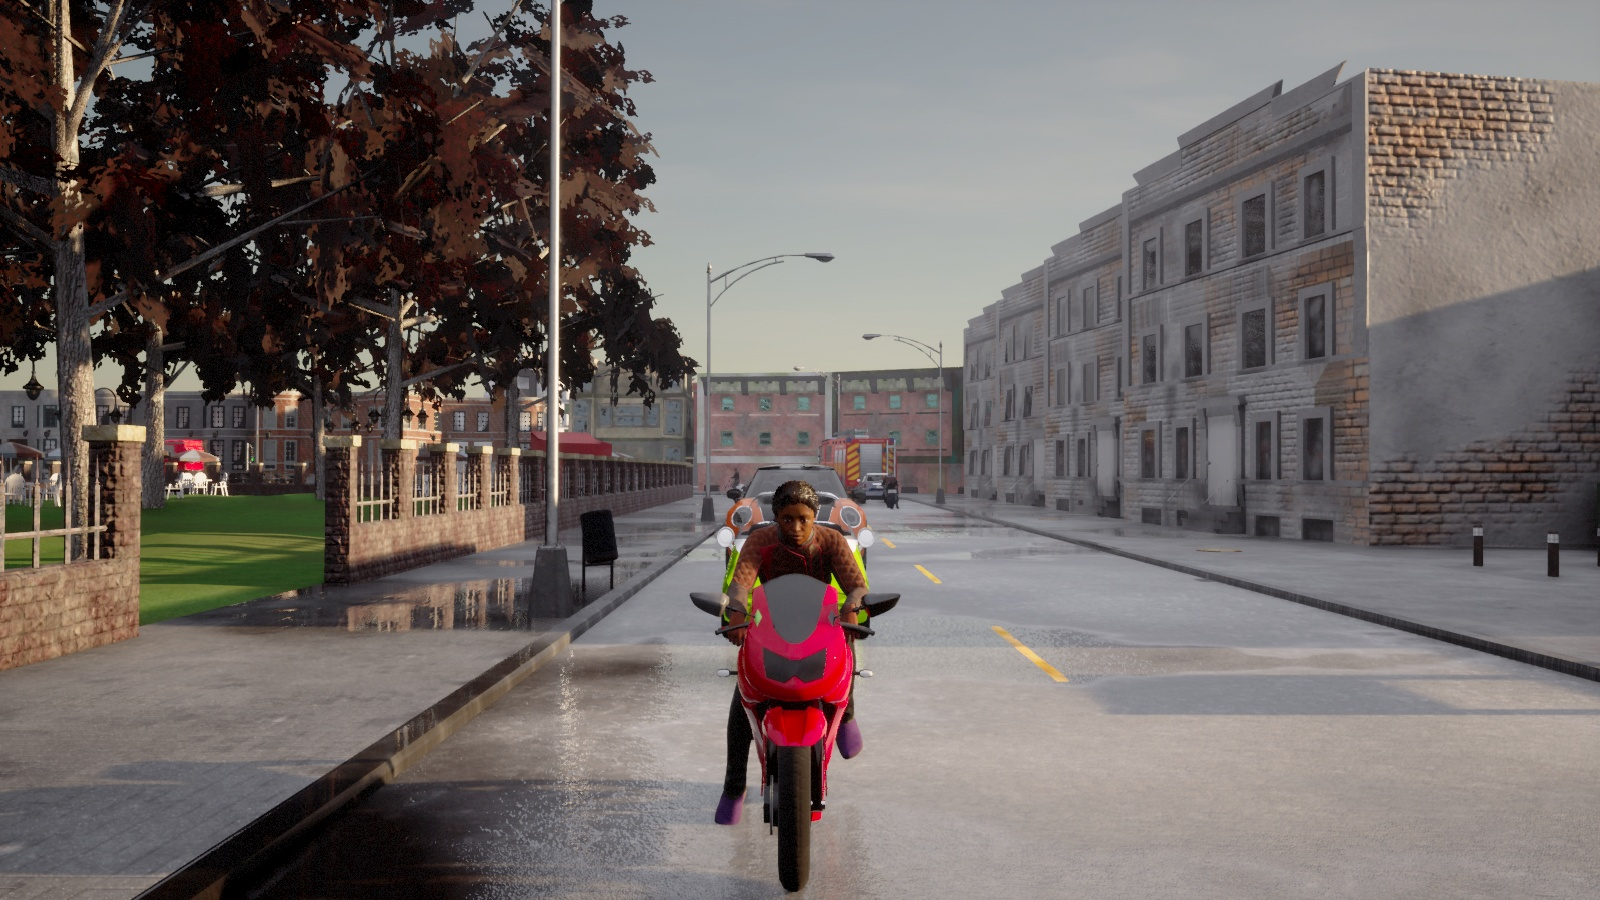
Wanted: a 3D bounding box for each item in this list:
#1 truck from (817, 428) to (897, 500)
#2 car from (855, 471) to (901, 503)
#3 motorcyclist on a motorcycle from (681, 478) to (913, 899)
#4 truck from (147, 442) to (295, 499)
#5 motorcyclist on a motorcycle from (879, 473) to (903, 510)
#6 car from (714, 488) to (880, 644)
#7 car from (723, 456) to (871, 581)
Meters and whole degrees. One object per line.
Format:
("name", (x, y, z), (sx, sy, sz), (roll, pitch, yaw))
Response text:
("truck", (3.109, 0.832, 71.245), (2.891, 3.827, 8.468), (0, -1, -9))
("car", (3.787, 1.794, 61.448), (1.970, 1.475, 3.806), (0, -1, 0))
("motorcyclist on a motorcycle", (-0.014, 0.887, 5.366), (0.797, 1.523, 2.044), (0, -1, 0))
("truck", (-36.073, 1.290, 78.457), (7.936, 3.462, 2.891), (0, -1, 0))
("motorcyclist on a motorcycle", (3.823, 1.722, 52.982), (0.866, 1.530, 2.191), (0, -1, 0))
("car", (-0.032, 1.077, 12.395), (1.481, 1.376, 2.207), (0, -1, 0))
("car", (-0.053, 1.010, 20.121), (2.097, 1.767, 4.553), (0, -1, 0))
